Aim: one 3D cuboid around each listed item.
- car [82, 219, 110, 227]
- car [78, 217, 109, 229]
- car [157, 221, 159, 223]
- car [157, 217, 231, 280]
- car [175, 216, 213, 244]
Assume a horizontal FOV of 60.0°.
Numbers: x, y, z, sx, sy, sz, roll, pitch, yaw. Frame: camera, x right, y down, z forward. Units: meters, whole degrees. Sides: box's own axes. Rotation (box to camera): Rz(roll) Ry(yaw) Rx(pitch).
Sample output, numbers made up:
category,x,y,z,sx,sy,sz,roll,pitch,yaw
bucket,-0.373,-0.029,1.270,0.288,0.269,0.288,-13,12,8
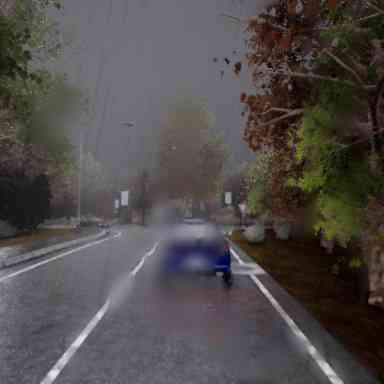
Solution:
category,x,y,z,sx,sy,sz,roll,pitch,yaw
car,-17.985,5.872,62.638,2.033,1.411,5.357,-3,-6,26
car,-12.553,3.981,42.302,4.892,1.490,1.837,-4,-5,38
car,-5.129,6.543,72.018,5.008,1.535,1.882,2,-5,-9
car,0.099,1.684,10.620,1.882,1.535,5.008,0,-2,0
car,0.166,2.205,20.356,2.033,1.411,5.357,0,-3,1
